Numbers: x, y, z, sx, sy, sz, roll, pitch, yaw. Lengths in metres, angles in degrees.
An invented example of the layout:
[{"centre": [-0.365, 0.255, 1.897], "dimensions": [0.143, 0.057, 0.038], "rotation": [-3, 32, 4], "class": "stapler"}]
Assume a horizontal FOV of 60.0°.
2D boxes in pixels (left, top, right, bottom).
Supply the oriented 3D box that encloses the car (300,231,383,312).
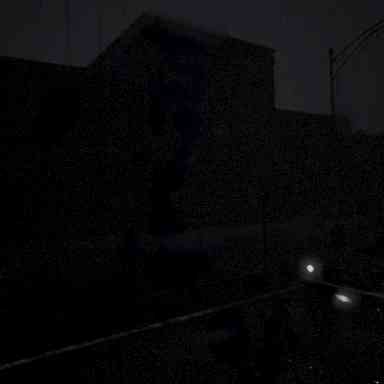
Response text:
[{"centre": [4.485, 1.575, 7.206], "dimensions": [4.718, 1.301, 1.895], "rotation": [0, 0, -36], "class": "car"}]
